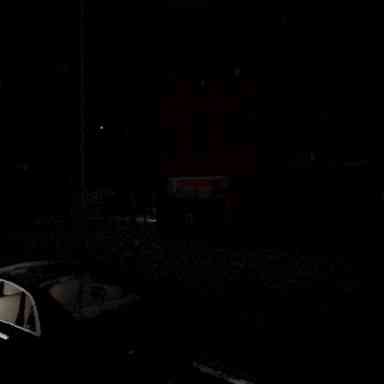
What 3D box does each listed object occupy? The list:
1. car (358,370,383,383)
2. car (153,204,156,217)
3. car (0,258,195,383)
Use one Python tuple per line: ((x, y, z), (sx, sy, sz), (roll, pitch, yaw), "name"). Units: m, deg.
((2.462, 1.441, 1.063), (4.097, 1.590, 1.967), (0, 0, 35), "car")
((-1.468, 1.847, 32.726), (2.150, 2.045, 5.566), (-1, -2, 36), "car")
((-2.021, 1.548, 4.256), (4.403, 1.369, 2.008), (0, 0, 35), "car")
